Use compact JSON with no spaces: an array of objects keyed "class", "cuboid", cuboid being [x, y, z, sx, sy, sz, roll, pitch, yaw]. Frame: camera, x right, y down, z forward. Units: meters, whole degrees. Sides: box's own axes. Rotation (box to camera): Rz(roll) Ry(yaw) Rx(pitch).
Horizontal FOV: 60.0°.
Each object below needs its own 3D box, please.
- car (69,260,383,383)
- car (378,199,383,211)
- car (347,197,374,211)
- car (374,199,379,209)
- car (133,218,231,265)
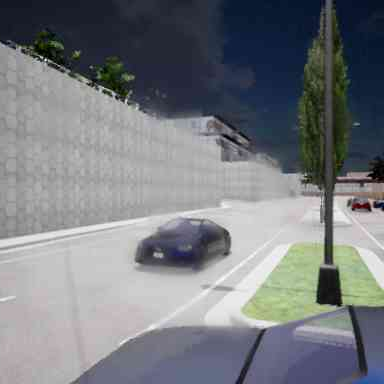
[{"class":"car","cuboid":[1.558,1.555,2.038,5.357,1.411,2.033,0,0,22]},{"class":"car","cuboid":[24.290,1.680,40.278,1.994,1.385,4.181,0,0,23]},{"class":"car","cuboid":[21.177,1.462,41.889,2.097,1.767,4.553,0,0,22]},{"class":"car","cuboid":[27.354,1.698,48.095,1.994,1.385,4.181,0,0,22]},{"class":"car","cuboid":[-0.131,1.577,11.047,1.994,1.385,4.181,0,0,24]}]
